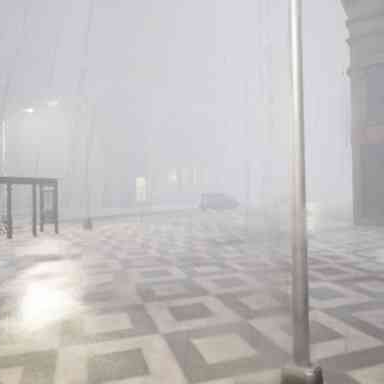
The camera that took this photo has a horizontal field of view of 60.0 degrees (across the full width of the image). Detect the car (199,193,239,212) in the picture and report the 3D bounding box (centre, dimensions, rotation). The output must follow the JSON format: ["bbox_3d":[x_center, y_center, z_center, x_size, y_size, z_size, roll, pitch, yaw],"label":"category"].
[{"bbox_3d":[2.960,1.116,35.999,2.150,2.045,5.566,-1,0,36],"label":"car"}]

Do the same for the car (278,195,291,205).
[{"bbox_3d":[15.350,1.268,53.406,1.837,1.490,4.892,-1,0,36],"label":"car"}]
